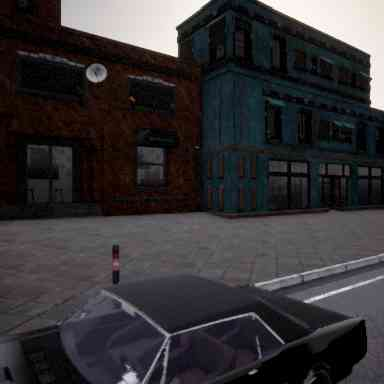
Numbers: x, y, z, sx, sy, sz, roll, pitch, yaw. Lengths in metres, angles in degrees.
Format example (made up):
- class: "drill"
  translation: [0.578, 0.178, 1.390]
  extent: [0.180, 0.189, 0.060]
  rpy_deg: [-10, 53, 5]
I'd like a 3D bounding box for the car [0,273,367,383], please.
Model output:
- class: "car"
  translation: [-0.459, 1.600, 3.054]
  extent: [4.718, 1.301, 1.895]
  rpy_deg: [0, 0, -36]
